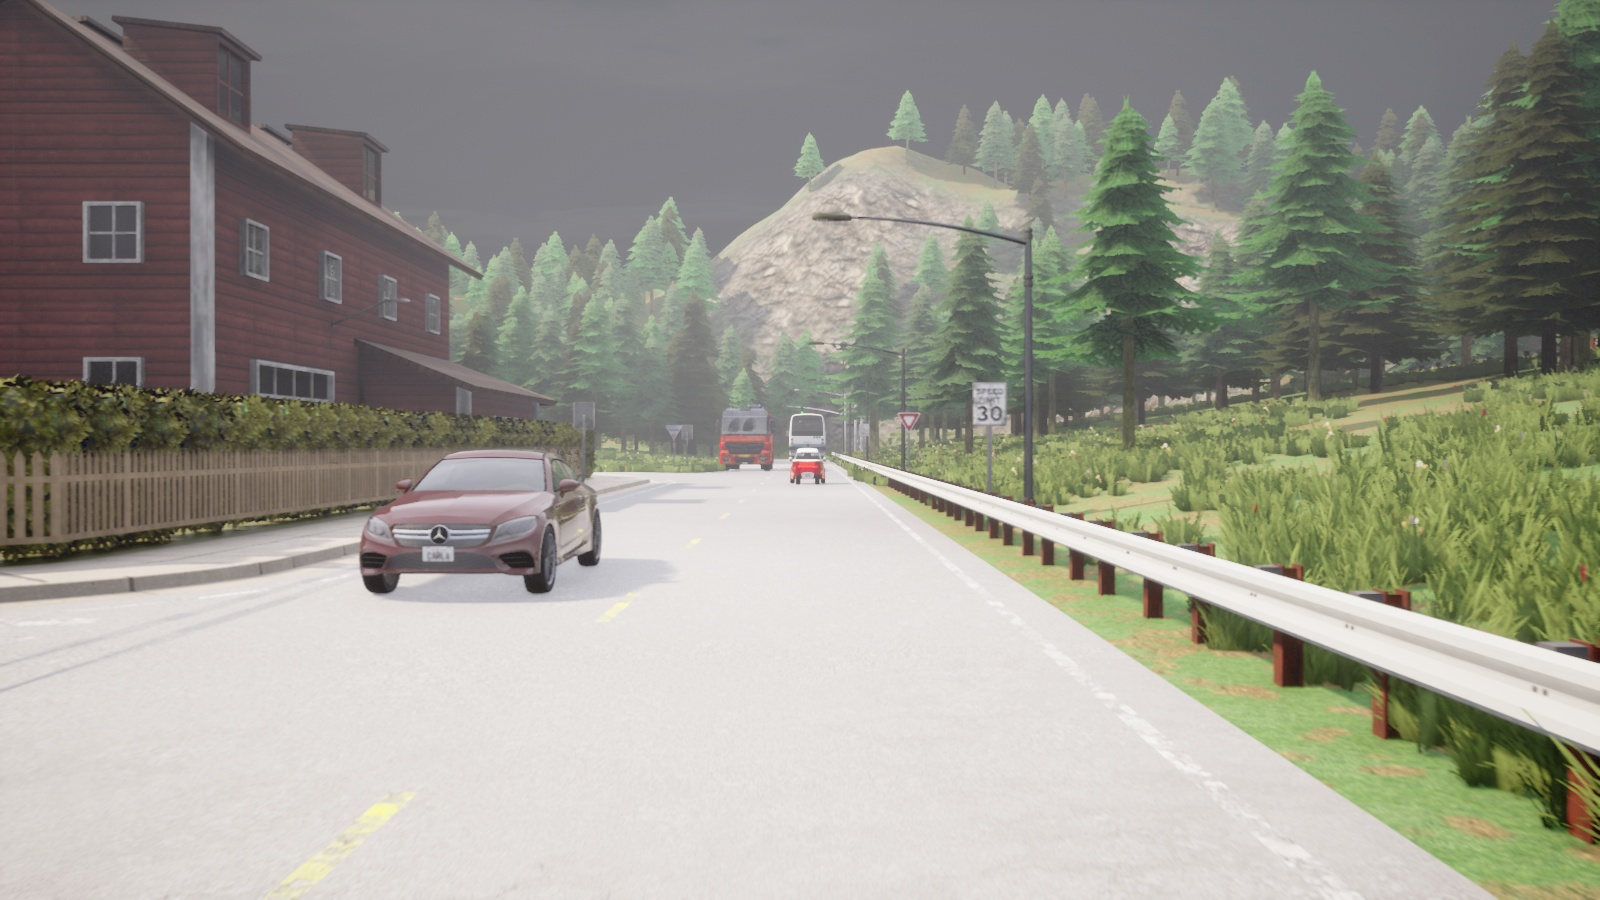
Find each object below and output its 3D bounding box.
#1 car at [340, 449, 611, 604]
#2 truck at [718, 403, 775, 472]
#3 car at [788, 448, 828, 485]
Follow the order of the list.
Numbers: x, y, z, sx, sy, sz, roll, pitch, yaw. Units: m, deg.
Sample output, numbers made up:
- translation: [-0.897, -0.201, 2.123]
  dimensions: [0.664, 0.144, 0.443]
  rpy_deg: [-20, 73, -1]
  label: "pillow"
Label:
- translation: [-3.403, 0.712, 14.132]
  dimensions: [1.812, 1.442, 4.674]
  rpy_deg: [0, 0, 0]
  label: "car"
- translation: [-3.056, -0.723, 73.813]
  dimensions: [2.891, 3.827, 8.468]
  rpy_deg: [0, 0, 0]
  label: "truck"
- translation: [0.293, 0.605, 47.928]
  dimensions: [1.481, 1.376, 2.207]
  rpy_deg: [0, 1, 0]
  label: "car"
